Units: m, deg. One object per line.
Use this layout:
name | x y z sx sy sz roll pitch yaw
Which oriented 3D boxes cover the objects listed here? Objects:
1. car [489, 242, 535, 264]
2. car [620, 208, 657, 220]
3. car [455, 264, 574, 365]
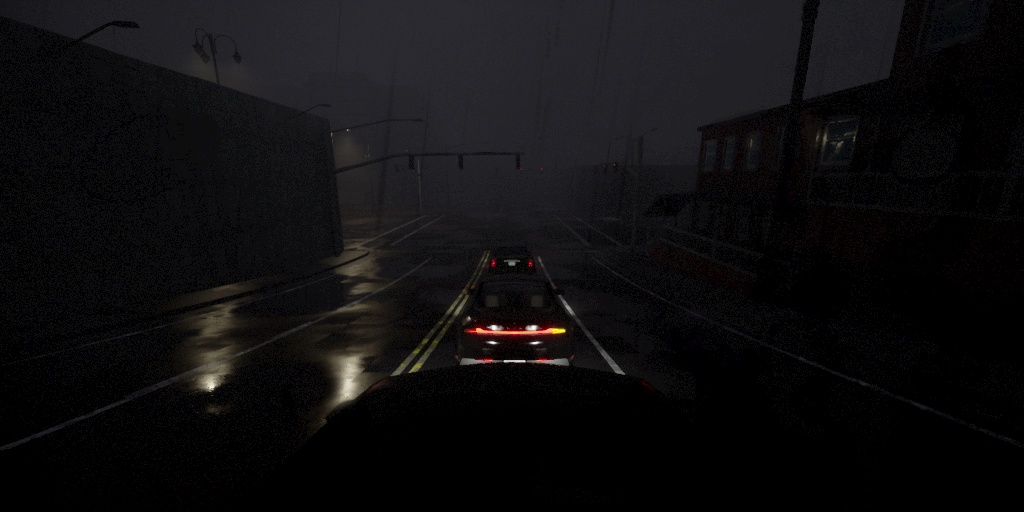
car | 0.007 0.085 17.463 2.097 1.767 4.553 0 7 0
car | 16.253 -5.503 46.102 4.674 1.442 1.812 0 12 0
car | 0.050 1.121 7.213 1.837 1.490 4.892 0 2 0
